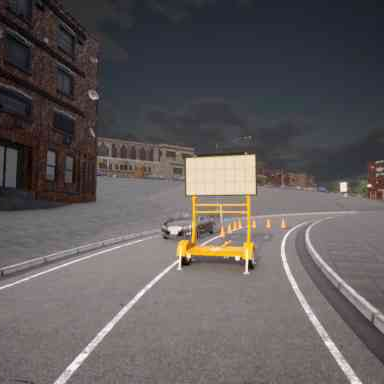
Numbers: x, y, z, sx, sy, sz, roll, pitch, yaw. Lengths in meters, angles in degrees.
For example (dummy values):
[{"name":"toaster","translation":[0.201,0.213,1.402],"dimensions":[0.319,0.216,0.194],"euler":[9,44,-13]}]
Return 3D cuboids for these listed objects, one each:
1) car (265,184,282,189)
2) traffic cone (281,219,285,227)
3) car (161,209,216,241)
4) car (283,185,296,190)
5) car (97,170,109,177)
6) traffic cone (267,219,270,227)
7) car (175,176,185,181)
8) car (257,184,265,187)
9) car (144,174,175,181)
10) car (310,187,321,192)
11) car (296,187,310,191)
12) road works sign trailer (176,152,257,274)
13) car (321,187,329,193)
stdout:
[{"name":"car","translation":[16.969,-1.034,73.615],"dimensions":[4.792,1.488,2.163],"euler":[3,-6,-37]},{"name":"traffic cone","translation":[6.290,2.136,22.917],"dimensions":[0.340,0.580,0.340],"euler":[-2,-1,17]},{"name":"car","translation":[-0.054,1.692,18.023],"dimensions":[2.128,1.511,4.902],"euler":[-1,-1,19]},{"name":"car","translation":[21.329,-0.757,76.989],"dimensions":[4.674,1.452,2.002],"euler":[3,-6,-38]},{"name":"car","translation":[-15.365,-2.775,52.256],"dimensions":[4.553,1.767,2.185],"euler":[2,-5,-32]},{"name":"traffic cone","translation":[5.338,2.166,23.209],"dimensions":[0.340,0.580,0.340],"euler":[-2,-1,17]},{"name":"car","translation":[-1.374,-2.060,60.900],"dimensions":[4.892,1.521,2.231],"euler":[3,-5,-32]},{"name":"car","translation":[12.378,-1.458,70.212],"dimensions":[4.553,1.767,2.185],"euler":[3,-6,-35]},{"name":"car","translation":[-6.062,-2.266,57.994],"dimensions":[4.892,1.521,2.231],"euler":[2,-5,-32]},{"name":"car","translation":[29.834,-0.345,84.044],"dimensions":[4.553,1.767,2.185],"euler":[4,-6,-40]},{"name":"car","translation":[25.538,-0.526,80.398],"dimensions":[4.892,1.521,2.231],"euler":[4,-6,-39]},{"name":"road works sign trailer","translation":[0.985,0.528,10.954],"dimensions":[2.380,3.560,2.880],"euler":[-1,-1,18]},{"name":"car","translation":[34.043,-0.136,87.749],"dimensions":[5.566,2.045,2.435],"euler":[5,-6,-41]}]
